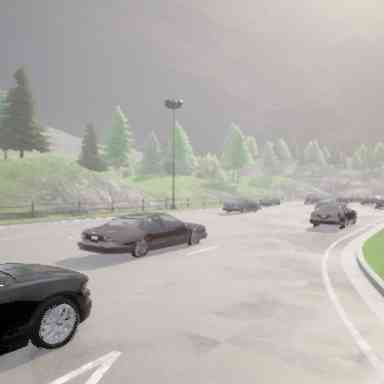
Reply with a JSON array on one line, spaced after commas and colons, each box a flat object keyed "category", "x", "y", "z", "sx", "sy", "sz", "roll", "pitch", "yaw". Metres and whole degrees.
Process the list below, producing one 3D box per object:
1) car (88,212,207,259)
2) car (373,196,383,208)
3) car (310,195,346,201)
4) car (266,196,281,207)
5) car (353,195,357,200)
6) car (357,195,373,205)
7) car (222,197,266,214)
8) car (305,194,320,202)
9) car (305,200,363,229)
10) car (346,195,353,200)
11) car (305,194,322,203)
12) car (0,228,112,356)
[{"category": "car", "x": -1.585, "y": 1.483, "z": 12.526, "sx": 2.033, "sy": 1.411, "sz": 5.357, "roll": 0, "pitch": 0, "yaw": 37}, {"category": "car", "x": 24.388, "y": 1.309, "z": 41.720, "sx": 1.812, "sy": 1.442, "sz": 4.674, "roll": 0, "pitch": 0, "yaw": 37}, {"category": "car", "x": 13.527, "y": 1.355, "z": 32.934, "sx": 1.812, "sy": 1.442, "sz": 4.674, "roll": 0, "pitch": 0, "yaw": 37}, {"category": "car", "x": 11.080, "y": 1.321, "z": 47.272, "sx": 1.994, "sy": 1.385, "sz": 4.181, "roll": 0, "pitch": 0, "yaw": 37}, {"category": "car", "x": 29.601, "y": 1.234, "z": 60.689, "sx": 2.033, "sy": 1.411, "sz": 5.357, "roll": 0, "pitch": 0, "yaw": 37}, {"category": "car", "x": 28.103, "y": 1.275, "z": 52.617, "sx": 2.033, "sy": 1.411, "sz": 5.357, "roll": 0, "pitch": 0, "yaw": 37}, {"category": "car", "x": 5.071, "y": 1.376, "z": 33.276, "sx": 2.033, "sy": 1.411, "sz": 5.357, "roll": 0, "pitch": 0, "yaw": 37}, {"category": "car", "x": 19.632, "y": 1.078, "z": 52.940, "sx": 2.097, "sy": 1.767, "sz": 4.553, "roll": 0, "pitch": 0, "yaw": 37}, {"category": "car", "x": 9.012, "y": 1.439, "z": 20.956, "sx": 2.033, "sy": 1.411, "sz": 5.357, "roll": 0, "pitch": 0, "yaw": 37}, {"category": "car", "x": 23.400, "y": 1.235, "z": 52.315, "sx": 1.837, "sy": 1.490, "sz": 4.892, "roll": 0, "pitch": 0, "yaw": 37}, {"category": "car", "x": 23.265, "y": 1.197, "z": 63.777, "sx": 1.812, "sy": 1.442, "sz": 4.674, "roll": 0, "pitch": 1, "yaw": 37}, {"category": "car", "x": -3.582, "y": 1.457, "z": 3.949, "sx": 1.882, "sy": 1.535, "sz": 5.008, "roll": 0, "pitch": 0, "yaw": 37}]
